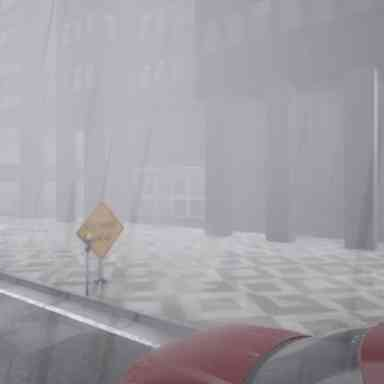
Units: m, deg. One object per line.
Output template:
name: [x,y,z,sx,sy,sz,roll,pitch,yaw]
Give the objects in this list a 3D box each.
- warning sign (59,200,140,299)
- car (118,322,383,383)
warning sign: [-1.984,1.113,7.210,1.060,1.860,1.300,0,0,35]
car: [1.444,1.545,1.932,4.507,1.381,1.887,0,0,35]
